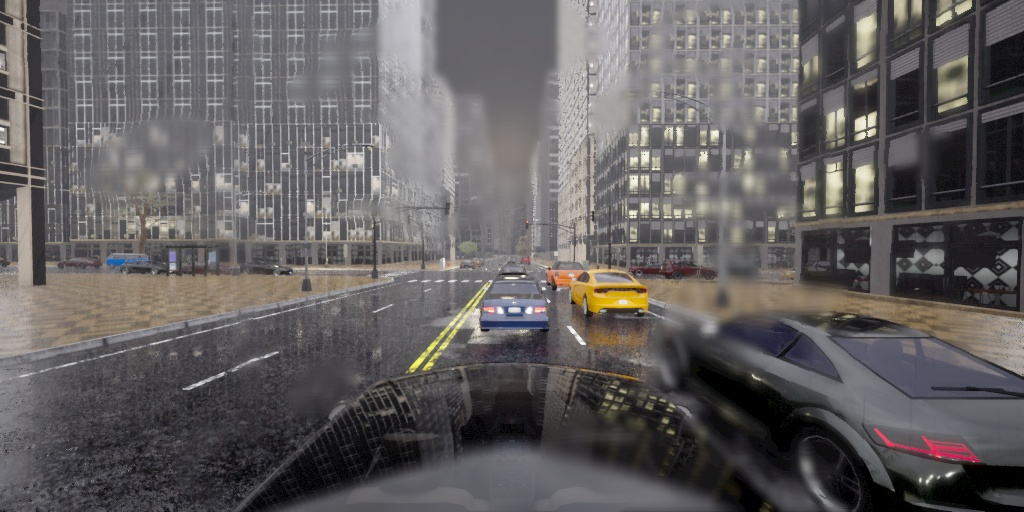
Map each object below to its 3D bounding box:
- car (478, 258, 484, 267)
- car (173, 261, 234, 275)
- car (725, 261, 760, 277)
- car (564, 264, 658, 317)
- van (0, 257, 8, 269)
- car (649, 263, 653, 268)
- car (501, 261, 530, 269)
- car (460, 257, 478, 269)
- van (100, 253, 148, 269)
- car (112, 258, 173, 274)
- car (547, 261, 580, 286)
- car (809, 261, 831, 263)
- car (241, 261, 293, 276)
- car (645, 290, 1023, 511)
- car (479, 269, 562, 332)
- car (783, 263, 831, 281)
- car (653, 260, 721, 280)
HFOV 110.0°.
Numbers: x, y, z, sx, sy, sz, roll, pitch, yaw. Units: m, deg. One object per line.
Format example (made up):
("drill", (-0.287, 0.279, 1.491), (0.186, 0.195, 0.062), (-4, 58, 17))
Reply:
("car", (-6.665, 1.053, 64.329), (2.097, 1.767, 4.553), (0, 0, 0))
("car", (-28.468, 1.137, 33.497), (4.207, 1.307, 1.802), (0, 0, 1))
("car", (23.914, 1.280, 38.565), (4.553, 1.767, 2.097), (1, 1, 1))
("car", (3.331, 1.222, 13.207), (1.882, 1.535, 5.008), (0, 0, 0))
("van", (-51.194, 0.686, 34.031), (3.998, 1.789, 1.690), (0, 0, 1))
("car", (15.018, 1.450, 38.737), (4.718, 1.301, 1.895), (1, 1, 2))
("car", (0.070, 1.232, 20.554), (2.128, 1.511, 4.902), (0, 0, 0))
("car", (-6.679, 1.277, 54.328), (1.994, 1.385, 4.181), (0, 0, 0))
("van", (-45.354, 0.604, 42.303), (3.998, 1.789, 1.690), (0, 0, 1))
("car", (-34.149, 1.068, 33.661), (4.313, 1.339, 1.948), (0, 0, 1))
("car", (3.316, 1.091, 22.212), (2.097, 1.767, 4.553), (0, 0, 0))
("car", (32.662, 1.356, 38.423), (4.553, 1.767, 2.097), (0, 1, 1))
("car", (-22.784, 1.172, 33.374), (4.313, 1.339, 1.948), (0, 0, 1))
("car", (3.341, 1.313, 4.122), (1.994, 1.385, 4.181), (0, 0, 0))
("car", (0.086, 1.294, 10.802), (2.033, 1.411, 5.357), (0, 0, 1))
("car", (27.591, 1.577, 32.733), (4.829, 1.417, 1.751), (0, 0, 1))
("car", (16.142, 1.268, 32.911), (5.009, 1.841, 2.192), (0, 0, 1))
